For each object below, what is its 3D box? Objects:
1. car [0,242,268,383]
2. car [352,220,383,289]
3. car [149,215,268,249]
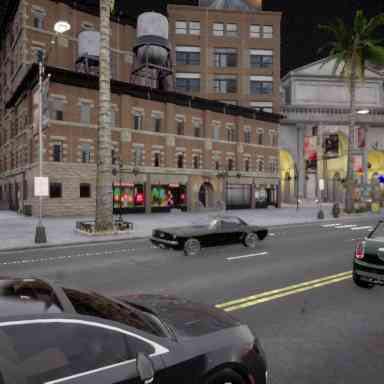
[{"bbox_3d":[-1.477,1.505,2.685,4.892,1.490,1.837,0,0,-36],"label":"car"},{"bbox_3d":[5.902,1.352,7.977,4.553,1.767,2.097,0,0,-35],"label":"car"},{"bbox_3d":[0.743,1.601,13.107,4.718,1.301,1.895,0,0,-35],"label":"car"}]
